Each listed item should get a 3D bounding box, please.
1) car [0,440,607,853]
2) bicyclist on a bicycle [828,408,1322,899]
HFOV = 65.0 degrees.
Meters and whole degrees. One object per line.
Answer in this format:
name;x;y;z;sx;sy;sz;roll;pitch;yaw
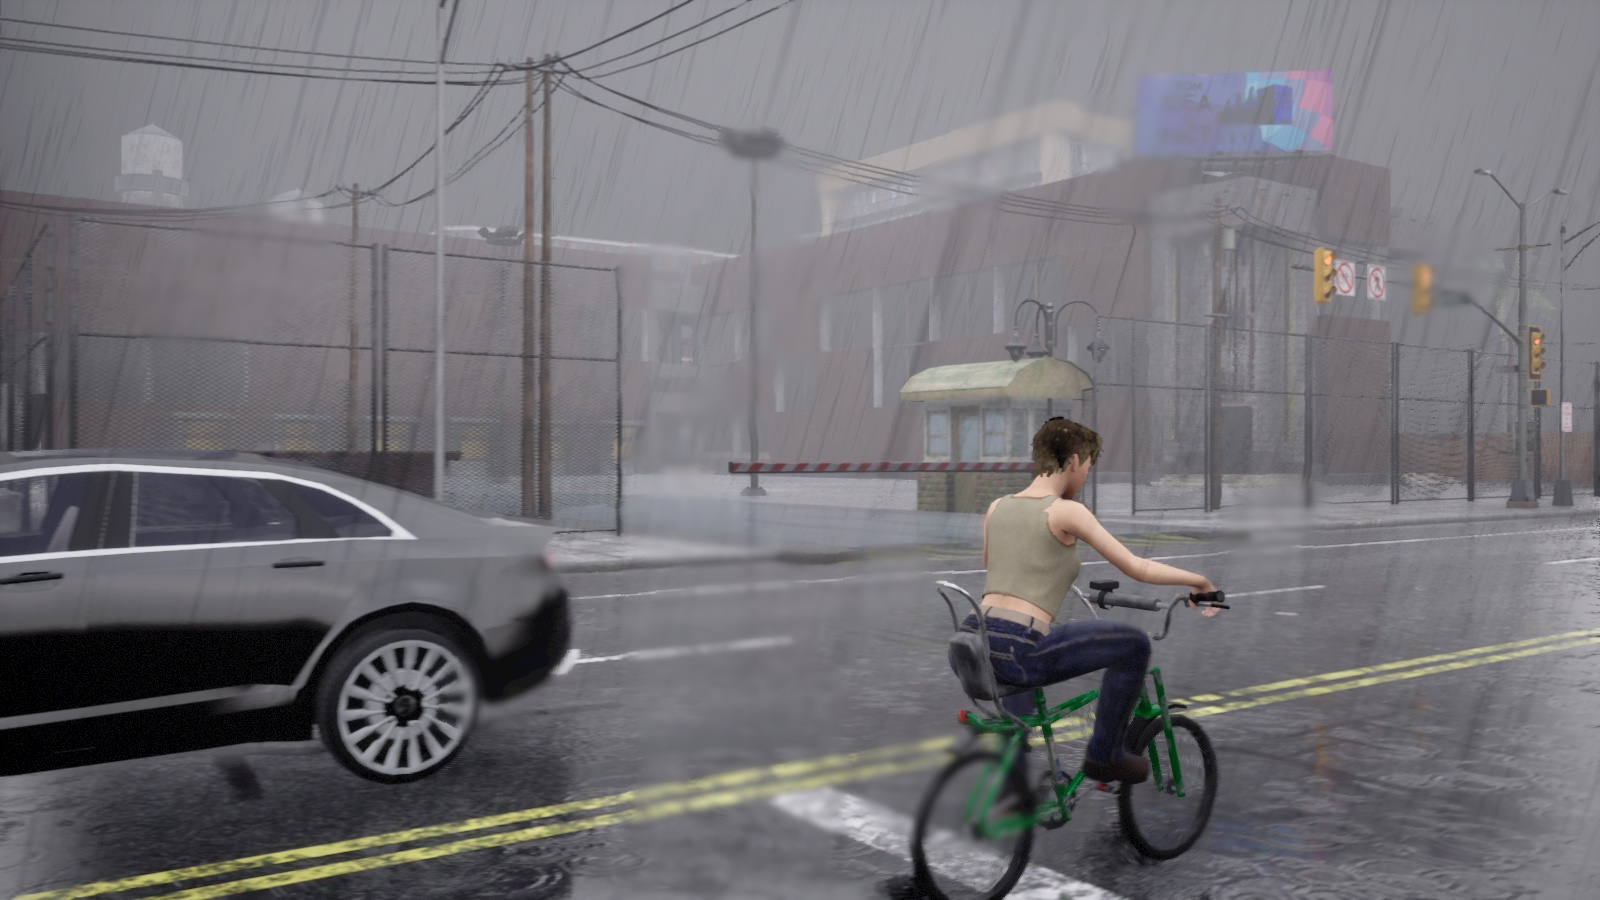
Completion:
car;-3.539;0.722;5.460;4.902;1.511;2.128;0;0;-35
bicyclist on a bicycle;0.961;0.690;4.324;1.509;1.612;0.866;0;0;-35
